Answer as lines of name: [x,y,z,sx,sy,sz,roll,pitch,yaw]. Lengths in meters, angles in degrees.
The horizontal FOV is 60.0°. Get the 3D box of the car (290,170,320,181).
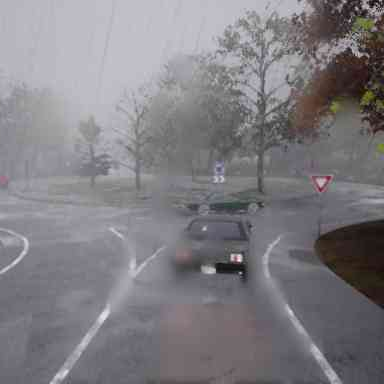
car: [16.279,-2.399,47.868,1.812,1.442,4.674,-3,6,-28]

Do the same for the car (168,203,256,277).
car: [0.782,1.302,9.510,1.895,1.301,4.718,1,4,10]

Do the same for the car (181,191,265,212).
car: [1.822,0.582,19.601,4.718,1.301,1.895,-1,6,-11]

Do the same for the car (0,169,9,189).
car: [-19.659,-1.179,32.391,2.150,2.045,5.566,-2,6,-14]
